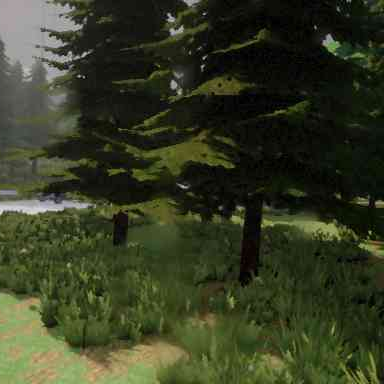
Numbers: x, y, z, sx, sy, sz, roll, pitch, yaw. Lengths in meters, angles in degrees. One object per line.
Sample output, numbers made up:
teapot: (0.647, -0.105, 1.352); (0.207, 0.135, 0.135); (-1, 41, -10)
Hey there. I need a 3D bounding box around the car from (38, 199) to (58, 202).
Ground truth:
car: (-9.978, 0.076, 26.370); (1.812, 1.442, 4.674); (5, 3, 24)
